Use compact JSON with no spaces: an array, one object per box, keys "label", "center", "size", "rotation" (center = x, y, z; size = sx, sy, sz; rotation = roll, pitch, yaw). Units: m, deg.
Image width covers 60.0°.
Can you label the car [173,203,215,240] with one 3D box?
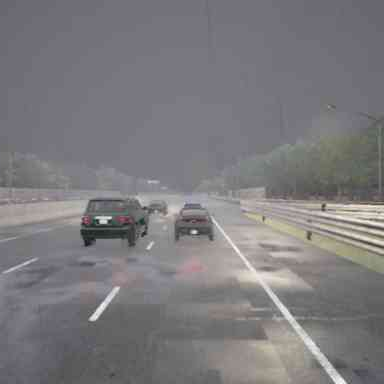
[{"label":"car","center":[0.102,1.524,17.138],"size":[1.837,1.490,4.892],"rotation":[0,0,0]}]

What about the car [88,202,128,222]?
[{"label":"car","center":[-6.897,1.594,28.073],"size":[2.033,1.411,5.357],"rotation":[0,0,0]}]

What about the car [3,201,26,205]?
[{"label":"car","center":[-17.535,1.628,32.859],"size":[1.994,1.385,4.181],"rotation":[0,0,0]}]

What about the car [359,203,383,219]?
[{"label":"car","center":[16.320,1.637,28.069],"size":[1.812,1.442,4.674],"rotation":[0,-1,-21]}]

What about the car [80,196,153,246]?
[{"label":"car","center":[-3.386,1.238,15.493],"size":[2.150,2.045,5.566],"rotation":[0,0,0]}]

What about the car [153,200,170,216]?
[{"label":"car","center":[-3.396,1.571,33.903],"size":[1.837,1.490,4.892],"rotation":[0,0,0]}]

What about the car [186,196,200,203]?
[{"label":"car","center":[0.104,1.549,35.502],"size":[1.882,1.535,5.008],"rotation":[0,0,0]}]
